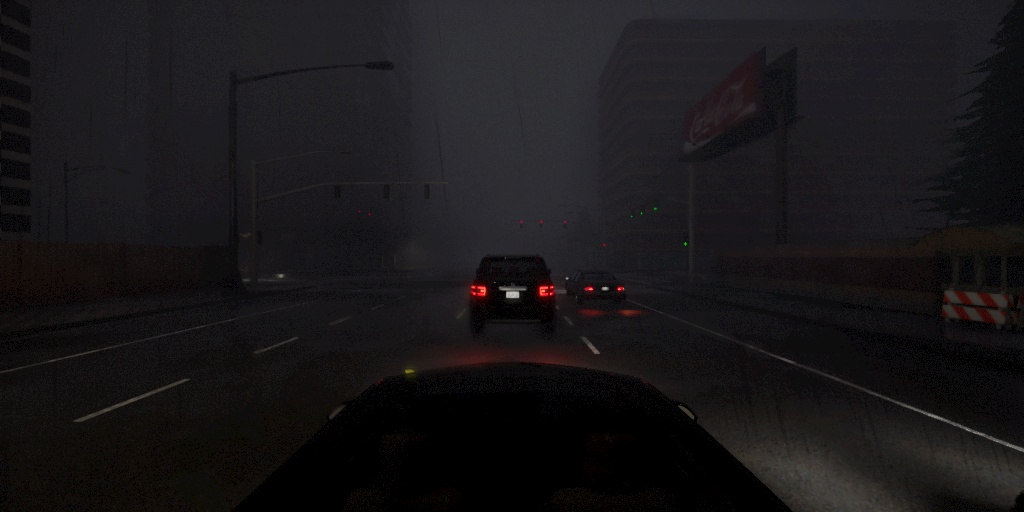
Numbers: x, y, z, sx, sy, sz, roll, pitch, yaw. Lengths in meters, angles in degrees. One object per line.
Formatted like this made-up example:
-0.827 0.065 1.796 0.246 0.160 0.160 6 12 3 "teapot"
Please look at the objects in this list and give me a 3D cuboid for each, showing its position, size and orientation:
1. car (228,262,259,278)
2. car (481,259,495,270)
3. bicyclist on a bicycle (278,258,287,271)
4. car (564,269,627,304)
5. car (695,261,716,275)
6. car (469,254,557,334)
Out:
-25.286 1.226 31.794 5.008 1.535 1.882 0 0 0 "car"
-3.563 1.273 54.960 1.812 1.442 4.674 0 0 0 "car"
-28.012 1.049 43.759 0.582 1.620 1.656 0 0 0 "bicyclist on a bicycle"
3.588 1.297 16.222 2.033 1.411 5.357 0 0 0 "car"
22.609 1.274 39.258 4.674 1.442 1.812 0 0 0 "car"
0.042 0.971 10.770 2.150 2.045 5.566 0 0 1 "car"
